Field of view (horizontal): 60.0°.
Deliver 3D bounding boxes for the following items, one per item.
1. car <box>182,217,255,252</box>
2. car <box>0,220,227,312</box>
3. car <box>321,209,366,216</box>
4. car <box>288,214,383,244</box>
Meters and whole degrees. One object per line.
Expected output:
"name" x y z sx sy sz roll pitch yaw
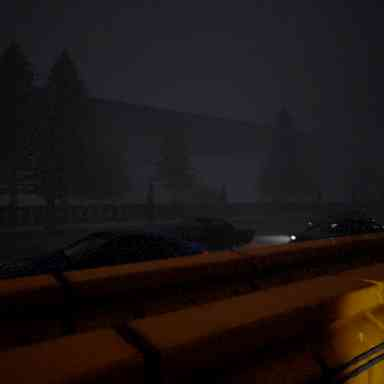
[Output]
"car" 0.121 1.666 12.670 4.718 1.301 1.895 1 0 -35
"car" -1.682 1.549 7.090 4.674 1.442 1.812 1 0 -35
"car" 8.426 1.681 18.549 4.674 1.442 1.812 1 0 -36
"car" 5.734 1.705 12.365 4.718 1.301 1.895 1 0 -35
